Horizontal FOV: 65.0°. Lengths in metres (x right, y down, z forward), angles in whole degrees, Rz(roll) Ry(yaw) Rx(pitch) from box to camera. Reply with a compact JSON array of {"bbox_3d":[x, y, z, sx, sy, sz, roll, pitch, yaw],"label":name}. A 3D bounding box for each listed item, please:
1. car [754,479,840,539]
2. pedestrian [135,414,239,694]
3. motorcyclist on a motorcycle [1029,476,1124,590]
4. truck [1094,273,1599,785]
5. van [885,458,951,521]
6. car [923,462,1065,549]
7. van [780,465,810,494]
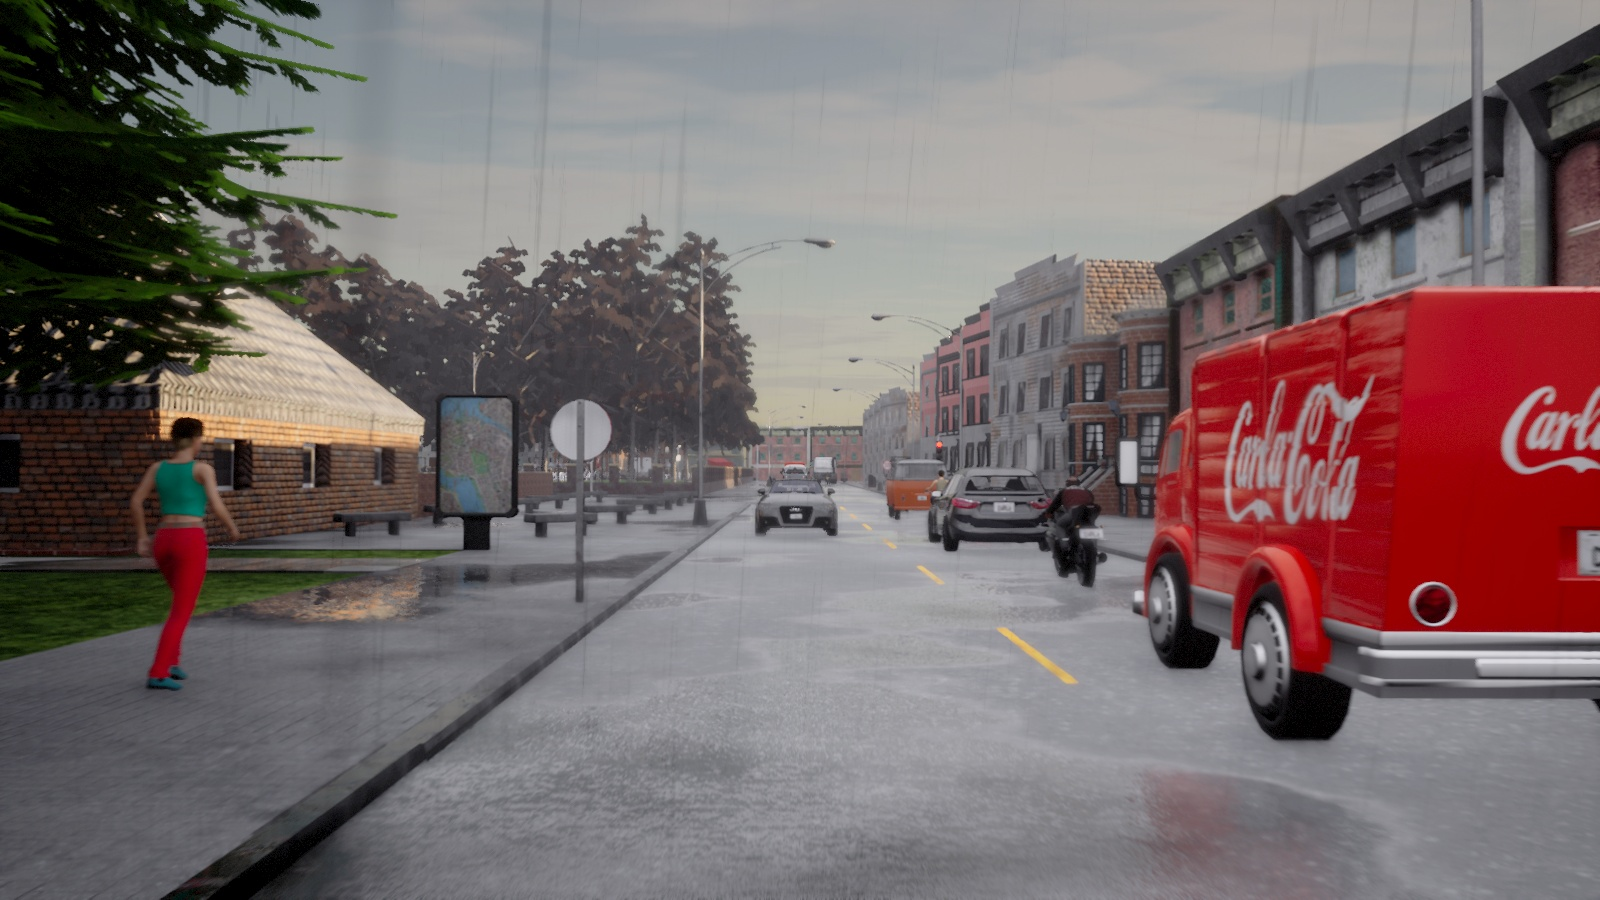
[{"bbox_3d":[-0.077,1.424,31.494,1.994,1.385,4.181,0,-1,0],"label":"car"},{"bbox_3d":[-4.171,0.690,8.570,0.345,1.836,0.594,0,-1,11],"label":"pedestrian"},{"bbox_3d":[3.956,1.149,18.159,0.866,1.530,2.191,0,-1,0],"label":"motorcyclist on a motorcycle"},{"bbox_3d":[3.976,0.452,8.675,2.627,2.467,5.204,0,-2,0],"label":"truck"},{"bbox_3d":[3.891,1.281,42.112,1.775,1.987,4.442,0,-1,0],"label":"van"},{"bbox_3d":[3.933,1.099,26.287,2.242,1.667,4.611,0,-1,0],"label":"car"},{"bbox_3d":[-0.329,2.092,89.729,2.069,2.038,4.480,0,-1,0],"label":"van"}]
